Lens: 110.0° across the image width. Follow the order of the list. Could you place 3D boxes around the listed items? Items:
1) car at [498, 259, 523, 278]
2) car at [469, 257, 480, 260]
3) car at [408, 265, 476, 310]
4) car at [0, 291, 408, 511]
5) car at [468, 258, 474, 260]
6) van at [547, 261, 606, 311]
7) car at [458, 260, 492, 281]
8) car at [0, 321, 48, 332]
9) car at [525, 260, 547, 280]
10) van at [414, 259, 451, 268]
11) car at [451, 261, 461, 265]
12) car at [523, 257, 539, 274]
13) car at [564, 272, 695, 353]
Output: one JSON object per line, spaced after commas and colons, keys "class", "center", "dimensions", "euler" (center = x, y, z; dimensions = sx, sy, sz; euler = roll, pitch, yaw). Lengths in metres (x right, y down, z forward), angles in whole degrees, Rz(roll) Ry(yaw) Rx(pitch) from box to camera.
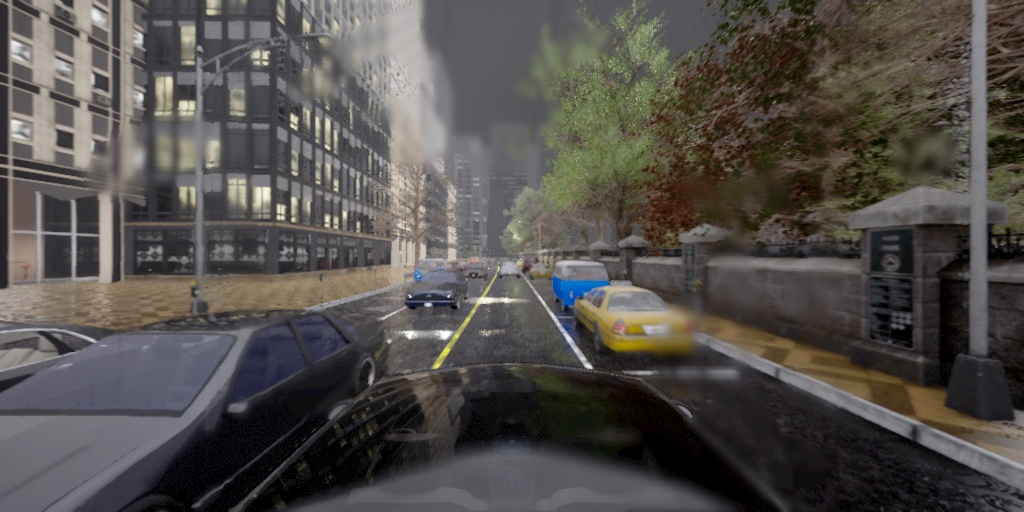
{"class": "car", "center": [-0.230, 1.266, 33.568], "dimensions": [1.812, 1.442, 4.674], "euler": [0, 0, -1]}
{"class": "car", "center": [-6.239, 1.040, 58.239], "dimensions": [2.192, 1.841, 5.009], "euler": [0, 0, -2]}
{"class": "car", "center": [-2.887, 1.296, 15.018], "dimensions": [2.033, 1.411, 5.357], "euler": [0, 0, 0]}
{"class": "car", "center": [-2.853, 1.298, 3.520], "dimensions": [2.033, 1.411, 5.357], "euler": [0, 0, 0]}
{"class": "car", "center": [-5.836, 1.282, 41.599], "dimensions": [1.888, 1.381, 4.507], "euler": [0, 0, -1]}
{"class": "van", "center": [2.538, 1.088, 14.054], "dimensions": [1.690, 1.789, 3.998], "euler": [0, 0, 0]}
{"class": "car", "center": [-3.004, 1.307, 29.984], "dimensions": [1.994, 1.385, 4.181], "euler": [0, 0, 0]}
{"class": "car", "center": [-5.314, 1.302, 2.774], "dimensions": [2.007, 1.370, 4.403], "euler": [0, 0, 0]}
{"class": "car", "center": [2.372, 1.266, 30.856], "dimensions": [1.751, 1.417, 4.829], "euler": [0, 0, -1]}
{"class": "van", "center": [-5.579, 1.087, 24.958], "dimensions": [1.690, 1.789, 3.998], "euler": [0, 0, -1]}
{"class": "car", "center": [-5.649, 1.289, 30.504], "dimensions": [1.888, 1.381, 4.507], "euler": [0, 0, -1]}
{"class": "car", "center": [2.187, 1.049, 41.782], "dimensions": [2.192, 1.841, 5.009], "euler": [0, 0, -1]}
{"class": "car", "center": [2.560, 1.274, 8.679], "dimensions": [1.751, 1.417, 4.829], "euler": [0, 0, 0]}
